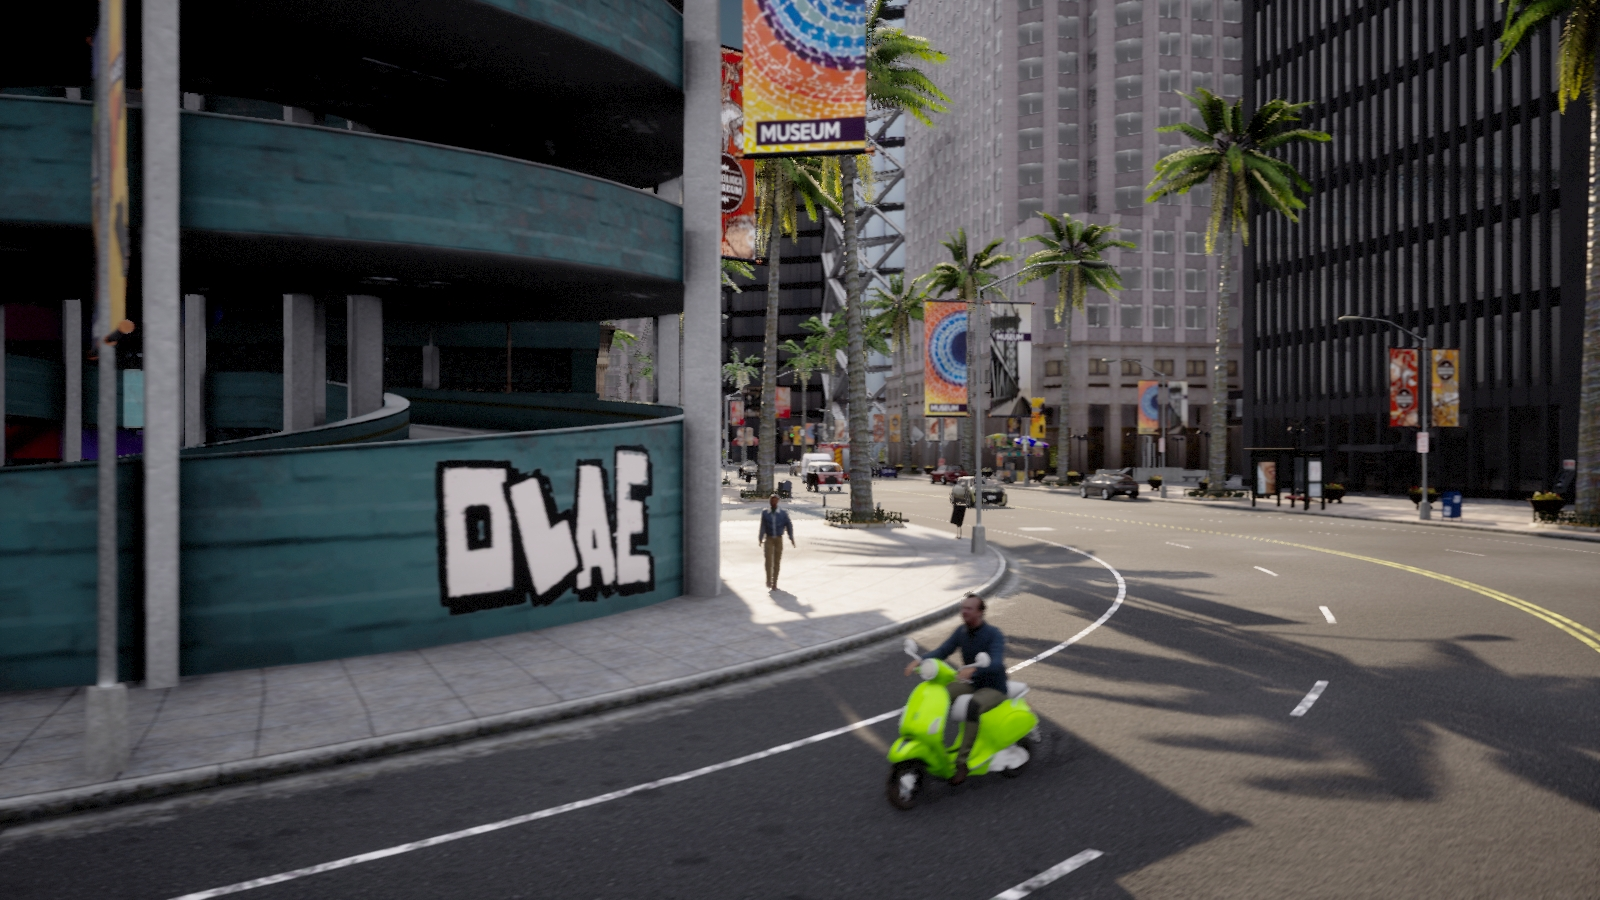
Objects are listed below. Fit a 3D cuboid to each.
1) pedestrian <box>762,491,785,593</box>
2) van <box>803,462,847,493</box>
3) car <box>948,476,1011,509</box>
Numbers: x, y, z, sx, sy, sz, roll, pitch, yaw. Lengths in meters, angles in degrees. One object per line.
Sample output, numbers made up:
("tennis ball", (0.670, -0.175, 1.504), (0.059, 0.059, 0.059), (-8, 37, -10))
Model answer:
("pedestrian", (-0.490, 1.708, 21.273), (0.375, 1.860, 0.375), (0, 0, 5))
("van", (1.638, 1.823, 77.094), (2.069, 2.038, 4.480), (0, 0, -11))
("car", (8.941, 2.092, 57.211), (1.970, 1.475, 3.806), (0, 0, -11))
